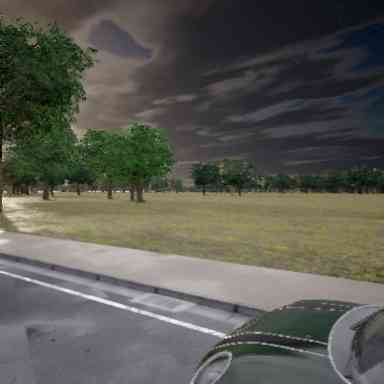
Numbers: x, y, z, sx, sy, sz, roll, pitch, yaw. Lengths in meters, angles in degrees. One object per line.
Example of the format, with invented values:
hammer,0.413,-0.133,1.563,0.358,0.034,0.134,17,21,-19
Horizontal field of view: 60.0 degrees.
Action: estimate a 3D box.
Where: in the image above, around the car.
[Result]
car,2.119,1.352,2.051,4.553,1.767,2.097,0,0,36
